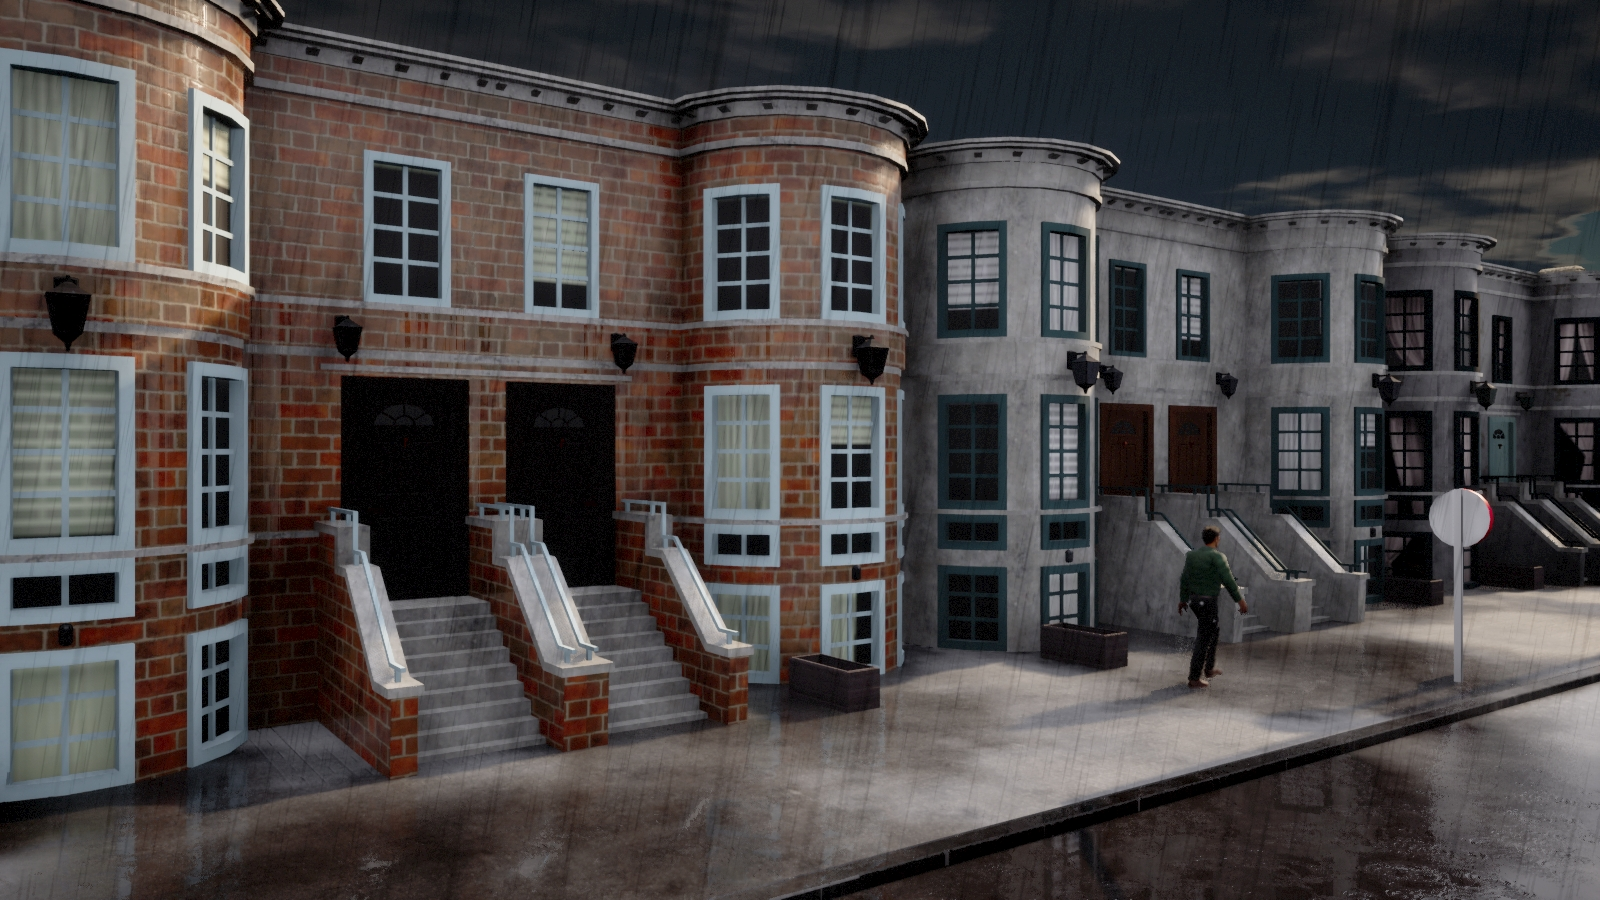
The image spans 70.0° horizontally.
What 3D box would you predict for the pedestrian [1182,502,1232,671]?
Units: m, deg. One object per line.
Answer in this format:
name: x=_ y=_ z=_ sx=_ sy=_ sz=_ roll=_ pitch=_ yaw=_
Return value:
pedestrian: x=4.598 y=1.524 z=12.926 sx=0.375 sy=1.860 sz=0.375 roll=0 pitch=0 yaw=-27
